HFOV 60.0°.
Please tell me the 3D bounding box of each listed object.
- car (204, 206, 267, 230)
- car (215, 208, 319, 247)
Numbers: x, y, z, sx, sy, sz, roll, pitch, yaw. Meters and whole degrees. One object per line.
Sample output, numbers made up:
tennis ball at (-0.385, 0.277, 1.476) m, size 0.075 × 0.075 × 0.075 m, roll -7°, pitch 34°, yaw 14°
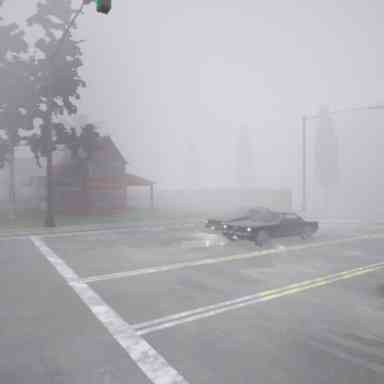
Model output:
car at (3.284, 1.516, 19.167) m, size 5.357 × 1.411 × 2.033 m, roll 0°, pitch 0°, yaw -35°
car at (3.606, 1.575, 15.112) m, size 4.718 × 1.301 × 1.895 m, roll 0°, pitch 0°, yaw -35°
